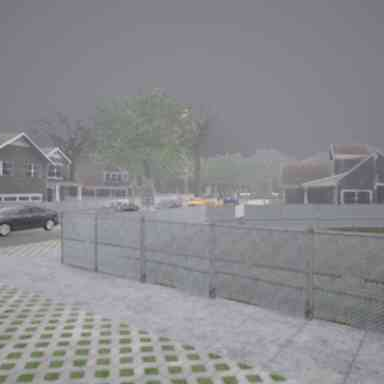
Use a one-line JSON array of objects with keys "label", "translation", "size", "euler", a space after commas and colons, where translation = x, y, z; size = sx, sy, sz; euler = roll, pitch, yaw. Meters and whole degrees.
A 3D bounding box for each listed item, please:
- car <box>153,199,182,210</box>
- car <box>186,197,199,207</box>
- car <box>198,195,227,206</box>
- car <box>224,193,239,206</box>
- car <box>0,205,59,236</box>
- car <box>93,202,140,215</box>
[{"label": "car", "translation": [-2.627, 1.598, 36.562], "size": [1.837, 1.490, 4.892], "euler": [0, 0, 19]}, {"label": "car", "translation": [0.645, 1.537, 46.109], "size": [1.882, 1.535, 5.008], "euler": [0, 0, 18]}, {"label": "car", "translation": [2.726, 1.554, 43.185], "size": [1.882, 1.535, 5.008], "euler": [0, 0, 18]}, {"label": "car", "translation": [6.541, 1.210, 55.961], "size": [2.150, 2.045, 5.566], "euler": [0, 0, 15]}, {"label": "car", "translation": [-9.728, 1.530, 18.648], "size": [1.837, 1.490, 4.892], "euler": [0, 0, 23]}, {"label": "car", "translation": [-6.127, 1.564, 27.292], "size": [2.128, 1.511, 4.902], "euler": [0, 0, 22]}]
